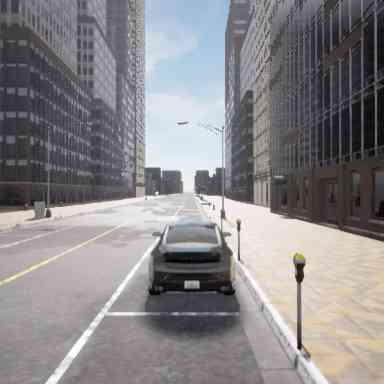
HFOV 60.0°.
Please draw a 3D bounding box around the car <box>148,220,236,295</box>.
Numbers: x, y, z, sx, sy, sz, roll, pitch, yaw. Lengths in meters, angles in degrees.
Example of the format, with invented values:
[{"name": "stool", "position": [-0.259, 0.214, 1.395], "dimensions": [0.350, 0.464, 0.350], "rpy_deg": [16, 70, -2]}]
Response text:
[{"name": "car", "position": [0.000, 1.491, 8.649], "dimensions": [1.837, 1.490, 4.892], "rpy_deg": [0, 0, 0]}]
